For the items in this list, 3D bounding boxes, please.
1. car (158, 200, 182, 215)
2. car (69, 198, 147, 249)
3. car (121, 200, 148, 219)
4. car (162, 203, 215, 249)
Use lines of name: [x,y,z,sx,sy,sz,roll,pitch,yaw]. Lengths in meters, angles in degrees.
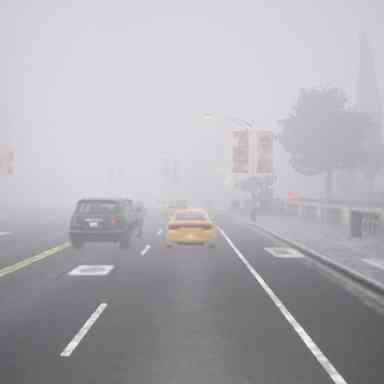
car: [-1.917,1.485,30.995,1.882,1.535,5.008,0,0,-17]
car: [-3.553,1.258,14.681,2.150,2.045,5.566,0,0,0]
car: [-5.270,1.516,29.991,1.837,1.490,4.892,0,0,-17]
car: [-0.053,1.485,14.654,1.882,1.535,5.008,0,0,0]
